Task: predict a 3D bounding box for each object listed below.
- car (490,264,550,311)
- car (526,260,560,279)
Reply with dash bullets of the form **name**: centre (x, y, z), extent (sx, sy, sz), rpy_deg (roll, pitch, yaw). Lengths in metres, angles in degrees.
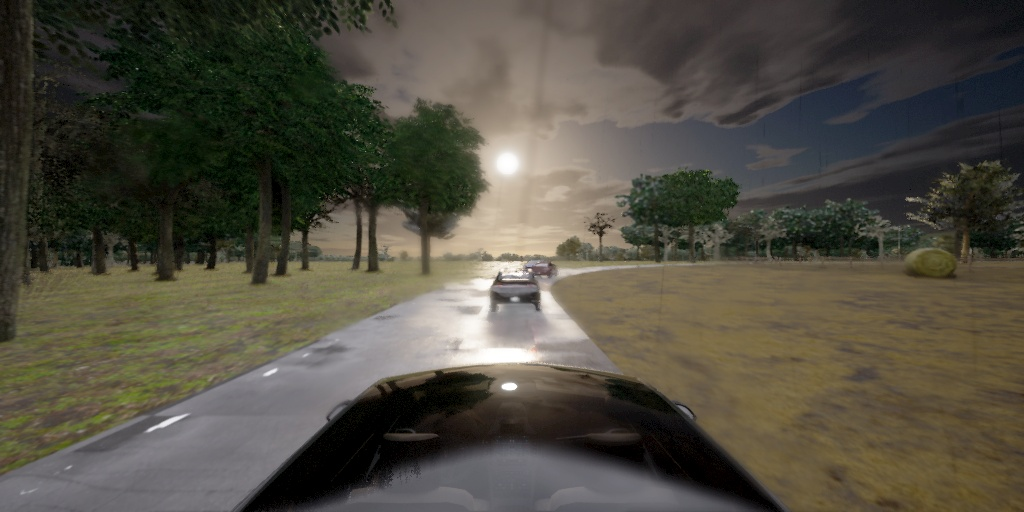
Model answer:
- **car**: centre (0.185, 1.235, 14.387), extent (2.128, 1.511, 4.902), rpy_deg (0, 0, 2)
- **car**: centre (2.927, 1.224, 32.103), extent (1.812, 1.442, 4.674), rpy_deg (0, 0, 16)
